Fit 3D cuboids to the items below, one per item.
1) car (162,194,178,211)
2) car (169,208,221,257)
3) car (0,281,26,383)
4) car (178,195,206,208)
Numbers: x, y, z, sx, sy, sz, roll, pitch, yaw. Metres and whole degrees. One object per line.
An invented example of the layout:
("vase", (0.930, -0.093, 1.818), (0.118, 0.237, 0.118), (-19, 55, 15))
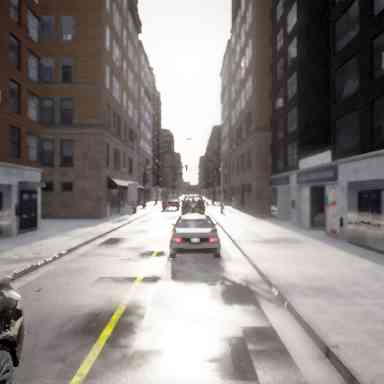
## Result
("car", (-2.744, 1.345, 44.477), (2.150, 2.045, 5.566), (0, 0, 0))
("car", (0.100, 1.588, 13.088), (2.033, 1.411, 5.357), (0, 0, 0))
("car", (-2.849, 1.498, 1.907), (2.128, 1.511, 4.902), (0, 0, 0))
("car", (0.104, 1.315, 31.160), (2.150, 2.045, 5.566), (0, 0, 0))
